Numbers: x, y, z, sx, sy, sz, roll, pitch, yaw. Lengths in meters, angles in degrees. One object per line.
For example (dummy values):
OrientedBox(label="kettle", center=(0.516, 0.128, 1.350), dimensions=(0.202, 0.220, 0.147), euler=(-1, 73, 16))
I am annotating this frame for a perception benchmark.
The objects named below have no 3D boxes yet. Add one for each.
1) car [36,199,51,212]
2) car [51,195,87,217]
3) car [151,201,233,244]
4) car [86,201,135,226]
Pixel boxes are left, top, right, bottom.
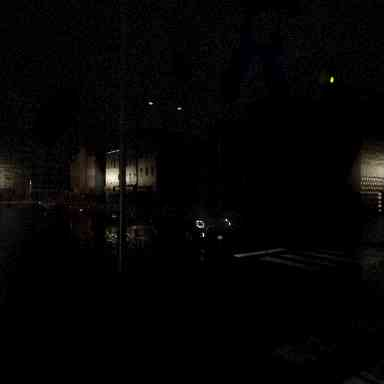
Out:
OrientedBox(label="car", center=(-17.513, 1.604, 40.513), dimensions=(1.812, 1.442, 4.674), euler=(1, 0, -35))
OrientedBox(label="car", center=(-11.546, 1.278, 32.058), dimensions=(2.150, 2.045, 5.566), euler=(1, 0, -35))
OrientedBox(label="car", center=(-0.120, 1.368, 16.034), dimensions=(2.097, 1.767, 4.553), euler=(1, 0, -36))
OrientedBox(label="car", center=(-5.806, 1.561, 23.985), dimensions=(1.812, 1.442, 4.674), euler=(1, 0, -35))
